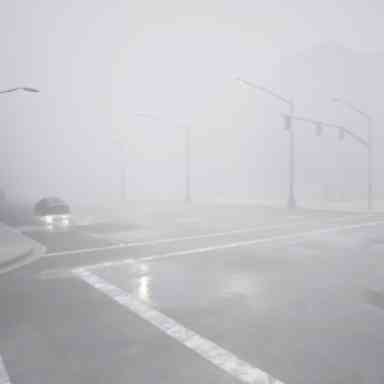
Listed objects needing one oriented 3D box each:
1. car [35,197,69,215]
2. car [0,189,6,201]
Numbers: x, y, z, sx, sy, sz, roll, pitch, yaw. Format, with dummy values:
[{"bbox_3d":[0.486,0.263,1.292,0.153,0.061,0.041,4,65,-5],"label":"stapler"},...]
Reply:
[{"bbox_3d":[-11.850,1.164,28.093,1.994,1.385,4.181,-1,1,-37],"label":"car"},{"bbox_3d":[-32.968,0.449,56.052,2.150,2.045,5.566,-1,1,-37],"label":"car"}]
